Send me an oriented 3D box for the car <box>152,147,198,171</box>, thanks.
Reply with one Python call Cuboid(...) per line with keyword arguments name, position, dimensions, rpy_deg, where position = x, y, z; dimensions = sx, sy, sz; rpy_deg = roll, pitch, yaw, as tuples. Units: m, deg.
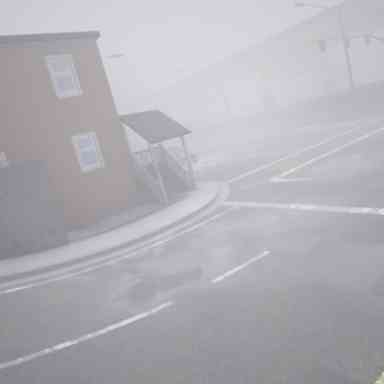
Cuboid(name="car", position=(-1.581, -2.857, 27.391), dimensions=(2.097, 1.767, 4.553), rpy_deg=(-22, 12, -31))
